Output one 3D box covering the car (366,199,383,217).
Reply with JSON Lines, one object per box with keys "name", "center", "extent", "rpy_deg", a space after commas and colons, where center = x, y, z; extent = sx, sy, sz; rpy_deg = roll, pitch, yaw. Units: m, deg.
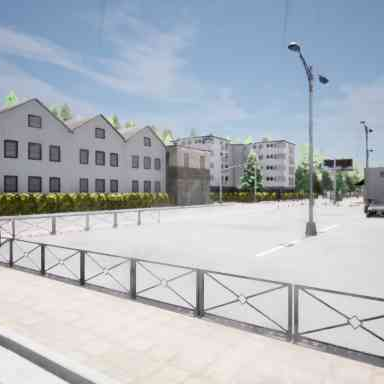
{"name": "car", "center": [15.364, 1.298, 26.852], "extent": [2.007, 1.523, 4.514], "rpy_deg": [0, 0, 35]}
